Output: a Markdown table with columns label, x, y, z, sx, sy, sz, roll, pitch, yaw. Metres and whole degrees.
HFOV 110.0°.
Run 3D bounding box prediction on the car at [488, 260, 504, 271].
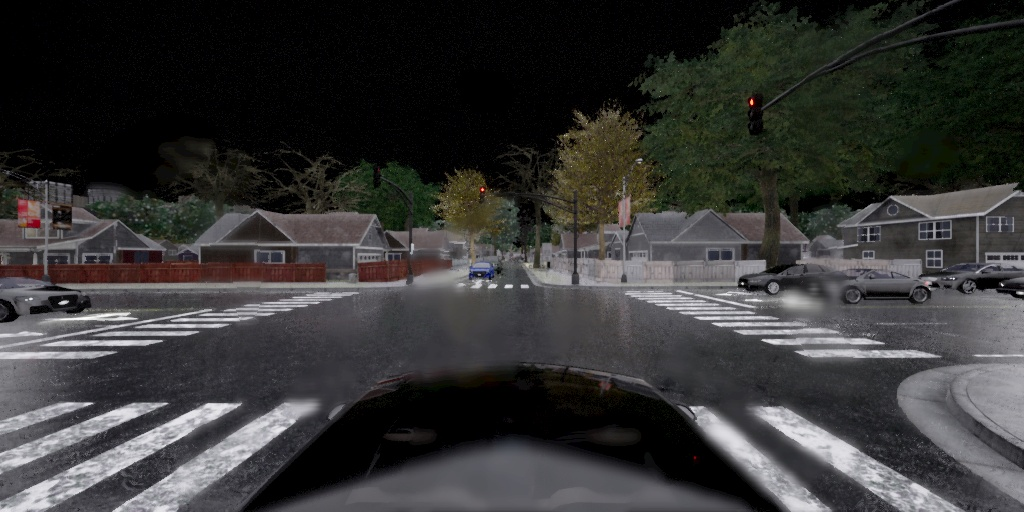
| label | x | y | z | sx | sy | sz | roll | pitch | yaw |
| --- | --- | --- | --- | --- | --- | --- | --- | --- | --- |
| car | -2.265 | 1.330 | 51.981 | 2.033 | 1.411 | 5.357 | 0 | 0 | 1 |

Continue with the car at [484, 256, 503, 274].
| label | x | y | z | sx | sy | sz | roll | pitch | yaw |
| --- | --- | --- | --- | --- | --- | --- | --- | --- | --- |
| car | -2.397 | 0.993 | 41.665 | 2.150 | 2.045 | 5.566 | 0 | 0 | 1 |

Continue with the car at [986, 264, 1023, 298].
| label | x | y | z | sx | sy | sz | roll | pitch | yaw |
| --- | --- | --- | --- | --- | --- | --- | --- | --- | --- |
| car | 23.954 | 1.149 | 14.939 | 5.357 | 1.411 | 2.033 | 0 | 0 | 1 |

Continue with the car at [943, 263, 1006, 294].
| label | x | y | z | sx | sy | sz | roll | pitch | yaw |
| --- | --- | --- | --- | --- | --- | --- | --- | --- | --- |
| car | 23.593 | 1.093 | 18.197 | 4.902 | 1.511 | 2.128 | 0 | 0 | 1 |

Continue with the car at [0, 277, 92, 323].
| label | x | y | z | sx | sy | sz | roll | pitch | yaw |
| --- | --- | --- | --- | --- | --- | --- | --- | --- | --- |
| car | -17.120 | 1.407 | 12.145 | 4.181 | 1.385 | 1.994 | 0 | 0 | 1 |

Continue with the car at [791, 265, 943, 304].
| label | x | y | z | sx | sy | sz | roll | pitch | yaw |
| --- | --- | --- | --- | --- | --- | --- | --- | --- | --- |
| car | 14.717 | 1.217 | 15.087 | 4.181 | 1.385 | 1.994 | 0 | 0 | 1 |

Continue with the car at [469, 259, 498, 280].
| label | x | y | z | sx | sy | sz | roll | pitch | yaw |
| --- | --- | --- | --- | --- | --- | --- | --- | --- | --- |
| car | -2.592 | 1.241 | 31.429 | 1.882 | 1.535 | 5.008 | 0 | 0 | 1 |

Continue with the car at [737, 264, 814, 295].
| label | x | y | z | sx | sy | sz | roll | pitch | yaw |
| --- | --- | --- | --- | --- | --- | --- | --- | --- | --- |
| car | 14.263 | 1.158 | 18.335 | 4.892 | 1.490 | 1.837 | 0 | 0 | 2 |
